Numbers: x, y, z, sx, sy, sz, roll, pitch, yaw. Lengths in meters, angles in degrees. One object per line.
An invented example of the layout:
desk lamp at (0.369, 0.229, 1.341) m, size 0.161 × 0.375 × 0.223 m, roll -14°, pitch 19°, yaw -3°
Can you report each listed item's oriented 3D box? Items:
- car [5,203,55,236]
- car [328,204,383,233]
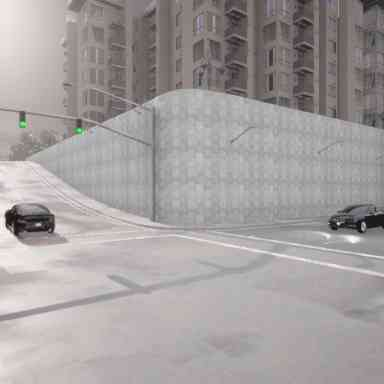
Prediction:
car at (-8.956, 1.352, 18.249) m, size 1.882 × 1.535 × 5.008 m, roll 0°, pitch 3°, yaw -36°
car at (10.056, 1.505, 19.773) m, size 4.892 × 1.490 × 1.837 m, roll 0°, pitch 0°, yaw -36°
